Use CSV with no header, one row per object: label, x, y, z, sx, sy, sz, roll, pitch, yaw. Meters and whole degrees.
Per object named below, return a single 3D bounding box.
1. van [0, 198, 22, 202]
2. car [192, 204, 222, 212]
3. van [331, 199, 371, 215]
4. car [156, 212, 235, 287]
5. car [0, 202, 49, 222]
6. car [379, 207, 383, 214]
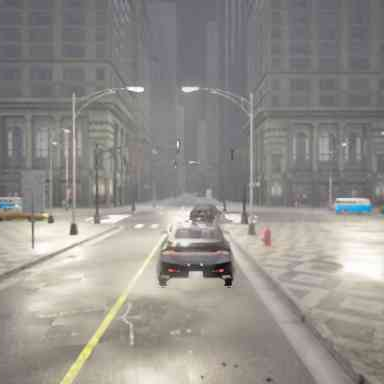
van,-20.271,1.515,36.739,3.998,1.788,1.690,0,0,0
car,1.203,1.732,26.557,1.837,1.490,4.892,-1,0,15
van,17.713,1.640,36.939,3.998,1.788,1.690,0,0,0
car,0.088,1.569,9.573,2.128,1.511,4.902,0,0,0
car,-14.662,1.790,28.237,4.829,1.417,1.752,0,0,0
car,23.237,1.864,36.966,4.507,1.381,1.887,0,0,0
